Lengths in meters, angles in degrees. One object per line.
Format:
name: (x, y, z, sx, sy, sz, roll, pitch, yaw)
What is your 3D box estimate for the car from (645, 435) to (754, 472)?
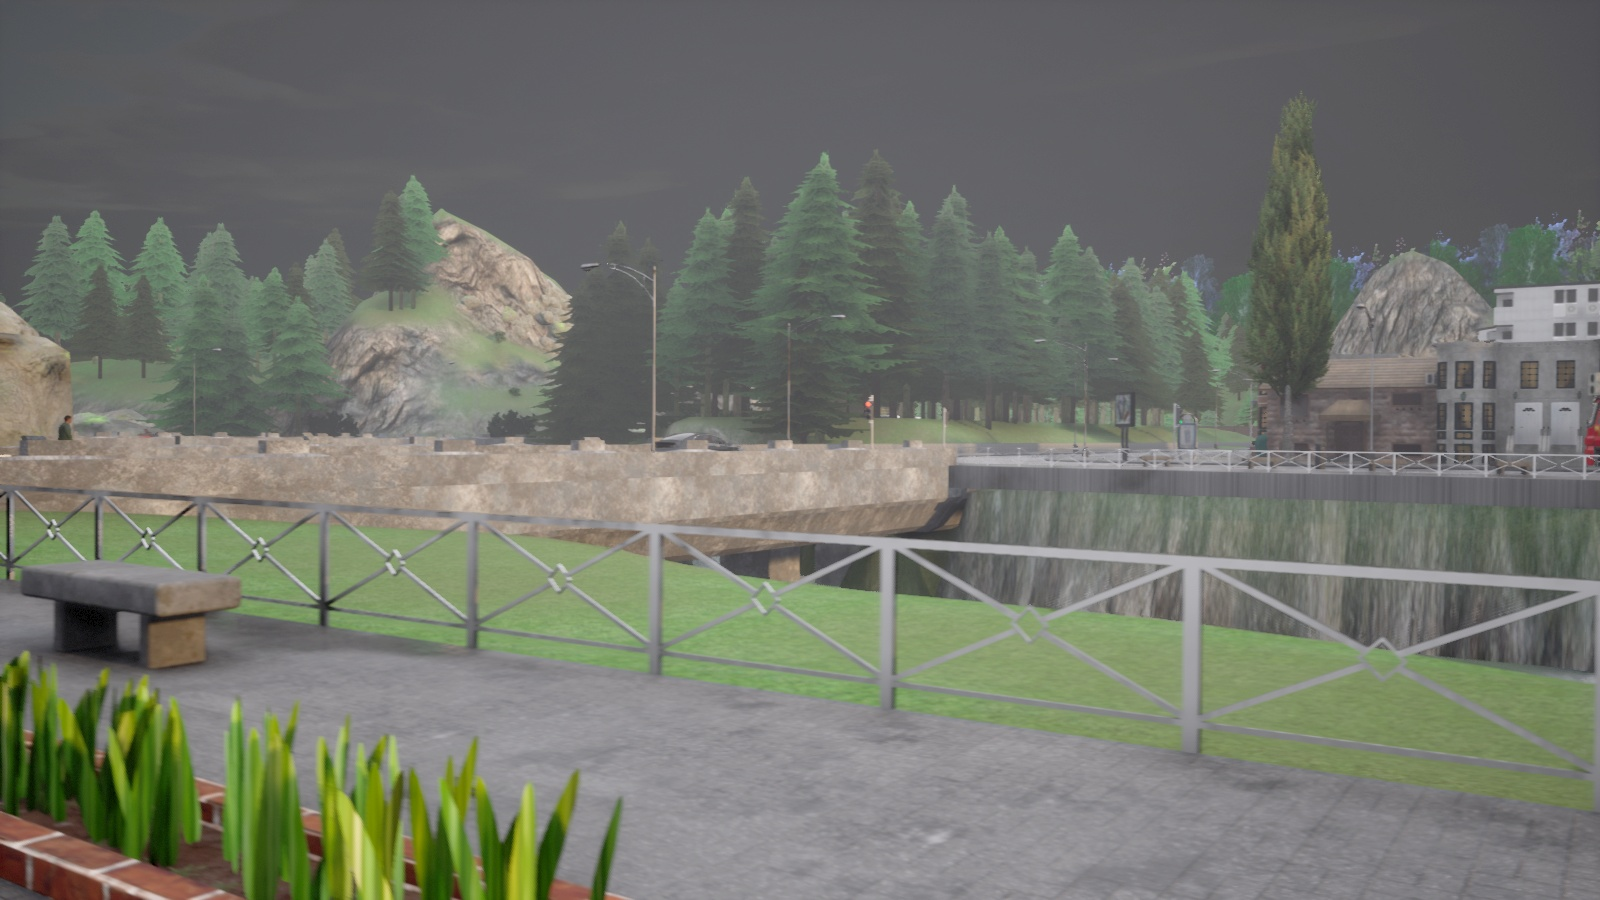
car: (-4.079, 0.115, 51.928, 1.837, 1.490, 4.892, 0, 0, 34)

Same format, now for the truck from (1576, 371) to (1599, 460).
truck: (37.839, -1.503, 53.066, 8.468, 3.827, 2.891, 0, 1, 34)

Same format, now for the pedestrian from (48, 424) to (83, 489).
pedestrian: (-22.476, 0.185, 38.418, 0.423, 1.949, 0.788, 0, 1, 34)
